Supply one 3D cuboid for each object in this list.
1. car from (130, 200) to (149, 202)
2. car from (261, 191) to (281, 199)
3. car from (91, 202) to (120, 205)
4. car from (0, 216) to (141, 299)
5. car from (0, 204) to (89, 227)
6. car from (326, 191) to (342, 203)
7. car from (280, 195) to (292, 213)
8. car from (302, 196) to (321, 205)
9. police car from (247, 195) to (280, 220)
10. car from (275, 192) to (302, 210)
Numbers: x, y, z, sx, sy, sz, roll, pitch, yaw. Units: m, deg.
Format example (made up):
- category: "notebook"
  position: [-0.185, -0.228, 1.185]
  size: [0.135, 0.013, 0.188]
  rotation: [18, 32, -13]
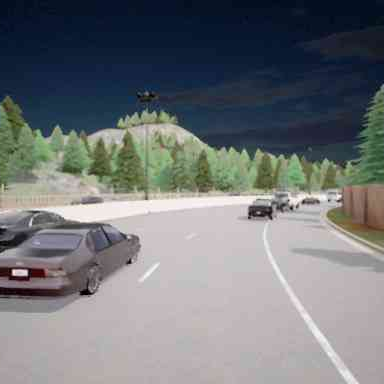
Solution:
- category: "car"
  position: [-5.935, 1.337, 38.291]
  size: [1.994, 1.385, 4.181]
  rotation: [0, 0, 23]
- category: "car"
  position: [17.215, 0.630, 72.298]
  size: [4.553, 1.767, 2.097]
  rotation: [0, 0, -44]
- category: "car"
  position: [-9.321, 1.358, 39.361]
  size: [1.895, 1.301, 4.718]
  rotation: [0, 0, 23]
- category: "car"
  position: [-2.823, 1.492, 8.511]
  size: [2.033, 1.411, 5.357]
  rotation: [0, 0, 6]
- category: "car"
  position: [-5.796, 1.420, 12.281]
  size: [1.837, 1.490, 4.892]
  rotation: [0, 0, 8]
- category: "car"
  position: [27.594, 0.874, 63.087]
  size: [5.566, 2.045, 2.150]
  rotation: [0, 0, -42]
- category: "car"
  position: [8.869, 1.344, 34.791]
  size: [1.837, 1.490, 4.892]
  rotation: [0, 0, 24]
- category: "car"
  position: [19.391, 1.330, 54.165]
  size: [1.994, 1.385, 4.181]
  rotation: [0, 0, 39]
- category: "police car"
  position: [5.710, 1.297, 26.825]
  size: [1.930, 1.638, 5.238]
  rotation: [0, 0, 19]
- category: "car"
  position: [11.179, 1.044, 39.492]
  size: [2.150, 2.045, 5.566]
  rotation: [0, 0, 28]
